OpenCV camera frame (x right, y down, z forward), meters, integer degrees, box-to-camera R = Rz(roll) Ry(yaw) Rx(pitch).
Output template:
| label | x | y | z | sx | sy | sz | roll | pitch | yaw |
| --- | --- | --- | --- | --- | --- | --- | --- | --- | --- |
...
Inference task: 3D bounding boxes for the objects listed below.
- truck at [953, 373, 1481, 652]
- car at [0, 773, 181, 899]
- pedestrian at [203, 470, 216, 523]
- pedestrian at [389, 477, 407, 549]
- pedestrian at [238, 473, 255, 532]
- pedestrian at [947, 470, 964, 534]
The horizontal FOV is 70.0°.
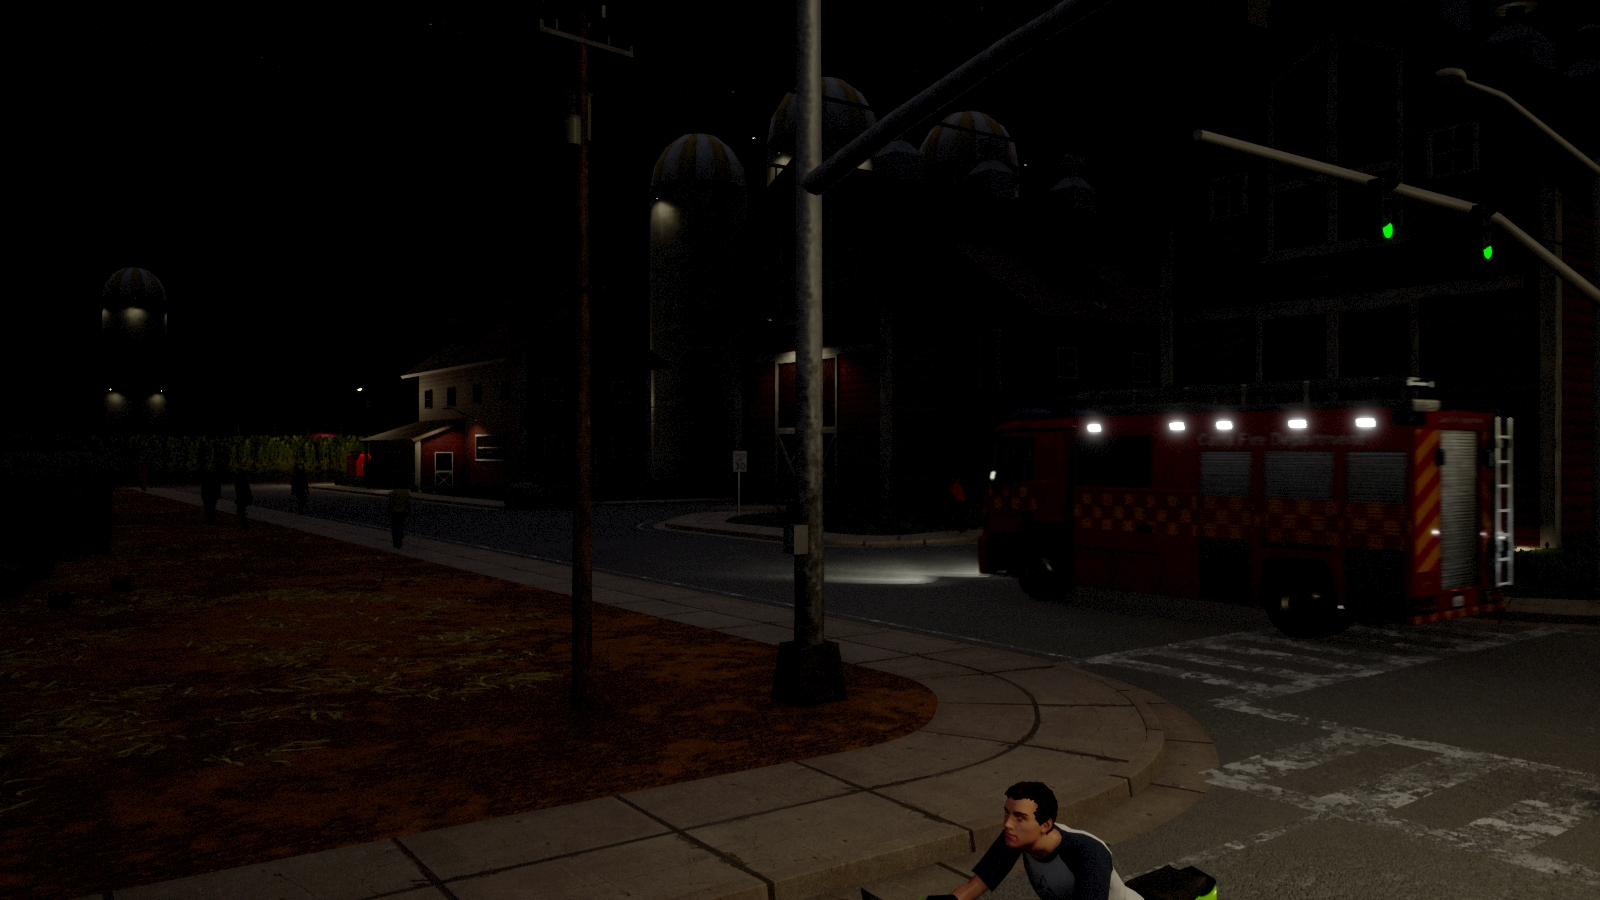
| label | x | y | z | sx | sy | sz | roll | pitch | yaw |
| --- | --- | --- | --- | --- | --- | --- | --- | --- | --- |
| truck | 6.678 | 0.852 | 19.926 | 2.891 | 3.827 | 8.468 | 0 | 0 | -36 |
| car | -3.384 | 1.906 | 1.453 | 4.553 | 1.767 | 2.097 | 0 | 0 | -35 |
| pedestrian | -21.178 | 1.666 | 41.004 | 0.375 | 1.860 | 0.375 | 0 | 0 | -33 |
| pedestrian | -10.669 | 1.665 | 30.324 | 0.375 | 1.860 | 0.375 | 0 | 0 | -33 |
| pedestrian | -17.729 | 1.667 | 36.579 | 0.375 | 1.860 | 0.375 | 0 | 0 | 43 |
| pedestrian | 4.632 | 1.544 | 34.058 | 0.375 | 1.860 | 0.375 | 0 | 0 | -27 |
